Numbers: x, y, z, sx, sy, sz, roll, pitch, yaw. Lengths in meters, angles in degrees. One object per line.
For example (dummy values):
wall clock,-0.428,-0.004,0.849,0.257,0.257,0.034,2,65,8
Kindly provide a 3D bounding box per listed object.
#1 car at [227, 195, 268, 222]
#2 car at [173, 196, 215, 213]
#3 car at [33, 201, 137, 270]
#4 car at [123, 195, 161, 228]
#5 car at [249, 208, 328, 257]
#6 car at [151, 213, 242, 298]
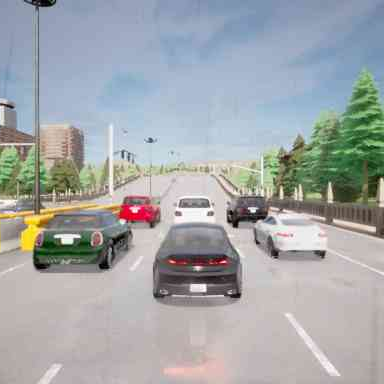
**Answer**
car,3.626,1.222,22.386,2.150,2.045,5.566,0,0,0
car,0.122,1.221,18.785,2.150,2.045,5.566,0,0,0
car,-3.387,1.351,11.166,2.097,1.767,4.553,0,0,0
car,-3.377,1.221,22.367,2.150,2.045,5.566,0,0,0
car,3.611,1.526,12.736,1.812,1.442,4.674,0,0,0
car,0.112,1.505,8.489,1.837,1.490,4.892,0,0,0
